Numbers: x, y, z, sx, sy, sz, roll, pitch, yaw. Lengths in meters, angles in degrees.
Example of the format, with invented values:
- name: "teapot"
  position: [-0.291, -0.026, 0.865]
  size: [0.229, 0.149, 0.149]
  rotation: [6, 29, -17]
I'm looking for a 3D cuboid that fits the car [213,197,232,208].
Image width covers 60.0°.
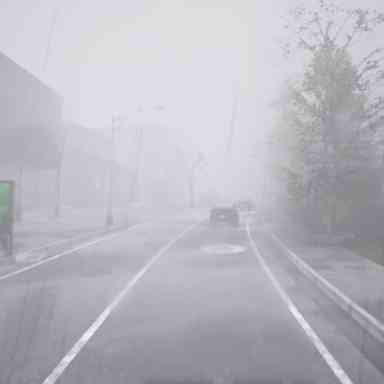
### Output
- name: "car"
  position: [4.352, 1.450, 46.853]
  size: [1.812, 1.442, 4.674]
  rotation: [-1, 0, 17]

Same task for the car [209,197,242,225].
- name: "car"
  position: [2.391, 1.411, 23.772]
  size: [1.882, 1.535, 5.008]
  rotation: [-1, 0, 10]

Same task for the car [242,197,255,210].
- name: "car"
  position: [6.497, 1.383, 40.963]
  size: [1.812, 1.442, 4.674]
  rotation: [-1, 0, 16]
